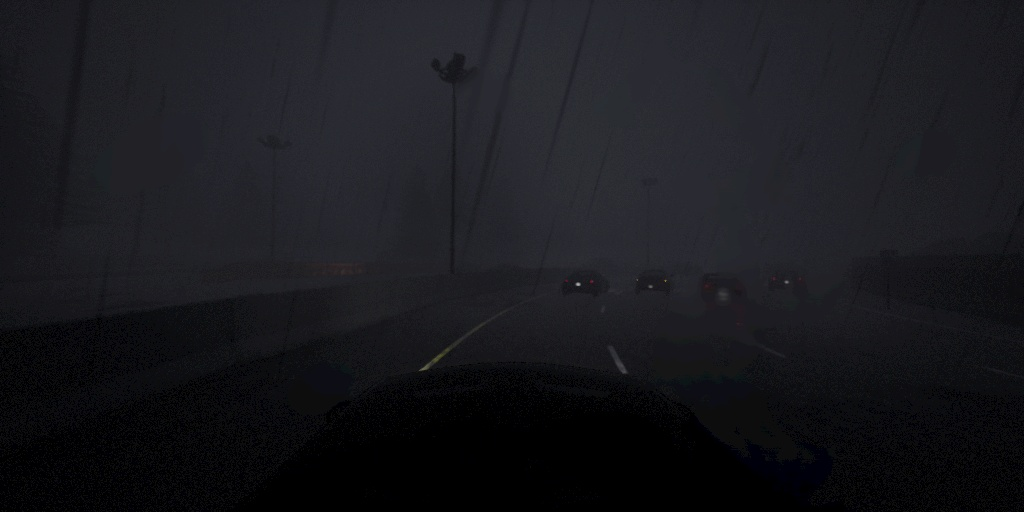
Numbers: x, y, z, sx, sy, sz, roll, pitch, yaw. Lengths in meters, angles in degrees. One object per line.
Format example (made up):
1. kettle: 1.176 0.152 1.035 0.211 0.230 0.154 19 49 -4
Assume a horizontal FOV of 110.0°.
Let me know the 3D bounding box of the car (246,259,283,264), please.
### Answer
1. car: -26.538 1.118 39.277 1.837 1.490 4.892 1 -1 -11

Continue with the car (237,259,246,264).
1. car: -30.697 1.077 42.269 1.837 1.490 4.892 1 0 -11

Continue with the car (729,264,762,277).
1. car: 25.727 1.602 39.644 4.181 1.385 1.994 0 0 -31

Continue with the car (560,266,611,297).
1. car: 4.261 1.474 20.480 1.994 1.385 4.181 1 0 24

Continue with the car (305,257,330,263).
1. car: -29.546 1.267 55.436 1.895 1.301 4.718 1 0 -8

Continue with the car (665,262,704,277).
1. car: 19.475 1.521 39.687 4.902 1.511 2.128 0 0 -37

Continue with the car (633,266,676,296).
1. car: 8.628 1.503 21.612 1.812 1.442 4.674 0 -1 27

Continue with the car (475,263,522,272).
1. car: -0.836 1.403 33.344 2.128 1.511 4.902 0 0 34

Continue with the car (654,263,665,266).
1. car: 24.475 1.584 54.825 4.674 1.442 1.812 0 0 -25

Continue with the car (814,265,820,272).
1. car: 40.407 1.520 49.735 4.674 1.442 1.812 -1 0 -20

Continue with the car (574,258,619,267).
1. car: 11.078 1.246 46.594 5.566 2.045 2.150 0 0 -39

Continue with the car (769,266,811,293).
1. car: 18.981 1.659 24.669 1.994 1.385 4.181 1 0 37

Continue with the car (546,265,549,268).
1. car: 7.922 1.568 57.496 5.357 1.411 2.033 0 0 -35

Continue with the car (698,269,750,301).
1. car: 11.302 1.602 19.411 1.895 1.301 4.718 1 0 27

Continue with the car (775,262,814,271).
1. car: 28.948 1.545 37.501 4.892 1.490 1.837 0 -3 -27

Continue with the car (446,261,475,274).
1. car: -5.012 1.448 39.720 1.994 1.385 4.181 0 0 36

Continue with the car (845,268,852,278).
1. car: 36.638 1.603 37.040 4.181 1.385 1.994 0 0 -21

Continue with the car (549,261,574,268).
1. car: 8.316 1.498 53.440 5.008 1.535 1.882 0 0 -37
